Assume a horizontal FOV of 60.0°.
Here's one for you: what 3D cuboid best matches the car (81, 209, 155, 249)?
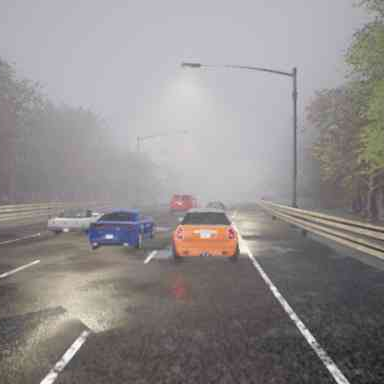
[{"bbox_3d":[-2.858,1.476,14.553,1.882,1.535,5.008,0,0,3],"label":"car"}]

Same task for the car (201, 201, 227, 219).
[{"bbox_3d":[2.139,1.569,30.383,2.033,1.411,5.357,0,0,7],"label":"car"}]

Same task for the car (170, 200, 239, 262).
[{"bbox_3d":[0.525,1.360,12.367,2.097,1.767,4.553,0,0,3],"label":"car"}]

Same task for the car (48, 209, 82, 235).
[{"bbox_3d":[-6.086,1.589,18.748,1.895,1.301,4.718,0,0,4],"label":"car"}]

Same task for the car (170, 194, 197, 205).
[{"bbox_3d":[-0.800,1.229,34.629,2.150,2.045,5.566,0,0,8],"label":"car"}]
